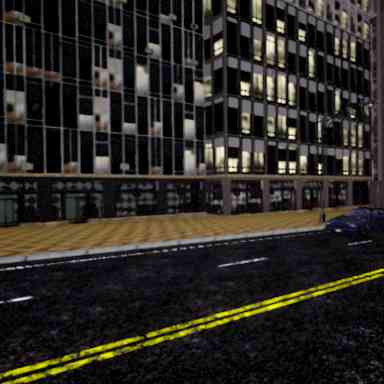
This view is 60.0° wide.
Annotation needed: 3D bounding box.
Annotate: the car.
[{"bbox_3d":[9.652,1.580,18.537,5.357,1.411,2.033,0,0,-35],"label":"car"}]
